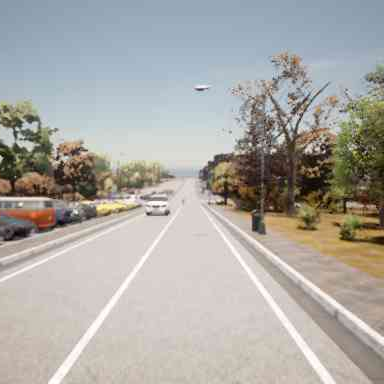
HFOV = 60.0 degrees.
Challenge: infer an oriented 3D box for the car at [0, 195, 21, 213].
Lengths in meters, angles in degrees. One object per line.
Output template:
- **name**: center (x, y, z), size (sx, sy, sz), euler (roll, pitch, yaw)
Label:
- **car**: center (-23.327, 1.386, 38.685), size (5.566, 2.045, 2.435), euler (0, -1, 0)

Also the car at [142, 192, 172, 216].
- **car**: center (-3.392, 1.311, 33.844), size (2.150, 2.045, 5.566), euler (0, 0, 0)

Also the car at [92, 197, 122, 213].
- **car**: center (-10.043, 1.580, 32.956), size (5.366, 1.575, 1.946), euler (0, -1, 0)

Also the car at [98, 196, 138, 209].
- **car**: center (-10.395, 1.690, 44.181), size (5.366, 1.575, 1.946), euler (0, -1, 0)

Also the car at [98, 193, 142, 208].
- **car**: center (-10.234, 1.470, 46.960), size (5.566, 2.045, 2.435), euler (0, -1, 0)

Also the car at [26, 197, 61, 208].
- **car**: center (-23.307, 1.649, 52.408), size (4.553, 1.767, 2.185), euler (0, -1, 0)

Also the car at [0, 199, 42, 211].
- **car**: center (-23.104, 1.690, 44.221), size (5.366, 1.575, 1.946), euler (0, -1, 0)

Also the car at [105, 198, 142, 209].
- **car**: center (-10.206, 1.749, 49.733), size (5.008, 1.535, 2.097), euler (0, -1, 0)

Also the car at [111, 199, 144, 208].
- **car**: center (-10.166, 1.806, 52.509), size (4.792, 1.488, 2.163), euler (0, -1, 0)

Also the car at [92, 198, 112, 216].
- **car**: center (-10.418, 1.559, 30.304), size (5.366, 1.575, 1.946), euler (0, 0, 0)

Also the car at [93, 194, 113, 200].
- **car**: center (-23.478, 1.342, 87.733), size (4.674, 1.452, 2.002), euler (0, 0, 0)

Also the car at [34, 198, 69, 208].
- **car**: center (-23.266, 1.802, 55.178), size (5.008, 1.535, 2.097), euler (0, -1, 0)

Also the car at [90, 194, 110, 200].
- **car**: center (-23.485, 1.335, 84.948), size (4.674, 1.452, 2.002), euler (0, 0, 0)

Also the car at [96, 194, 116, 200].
- **car**: center (-23.497, 1.332, 90.646), size (4.792, 1.488, 2.163), euler (0, 0, 0)

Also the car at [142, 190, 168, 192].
- **car**: center (-10.410, 1.042, 93.467), size (5.566, 2.045, 2.435), euler (0, 0, 0)

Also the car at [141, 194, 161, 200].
- **car**: center (-10.432, 1.327, 85.109), size (4.792, 1.488, 2.163), euler (0, 0, 0)

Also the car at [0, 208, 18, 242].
- **car**: center (-10.232, 1.549, 13.654), size (4.792, 1.488, 2.163), euler (0, 0, 0)

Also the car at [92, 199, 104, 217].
- **car**: center (-10.232, 1.547, 27.536), size (4.892, 1.521, 2.231), euler (0, 0, 0)

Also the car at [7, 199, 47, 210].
- **car**: center (-23.282, 1.760, 46.991), size (4.674, 1.452, 2.002), euler (0, -1, 0)

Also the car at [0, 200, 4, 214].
- **car**: center (-23.275, 1.639, 35.913), size (4.792, 1.488, 2.163), euler (0, -1, 0)

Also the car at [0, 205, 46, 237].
- **car**: center (-10.227, 1.552, 16.430), size (4.792, 1.488, 2.163), euler (0, 0, 0)

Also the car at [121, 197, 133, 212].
- **car**: center (-10.034, 1.635, 38.629), size (5.366, 1.575, 1.946), euler (0, -1, 0)

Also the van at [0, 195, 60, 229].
- **van**: center (-10.368, 1.301, 19.207), size (4.442, 1.987, 1.878), euler (0, 0, 0)

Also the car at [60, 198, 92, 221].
- **car**: center (-10.274, 1.411, 24.757), size (4.553, 1.767, 2.185), euler (0, 0, 0)

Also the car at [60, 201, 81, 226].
- **car**: center (-10.276, 1.560, 21.983), size (4.792, 1.488, 2.163), euler (0, 0, 0)

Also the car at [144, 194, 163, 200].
- **car**: center (-10.383, 1.304, 90.674), size (5.008, 1.535, 2.097), euler (0, 0, 0)
